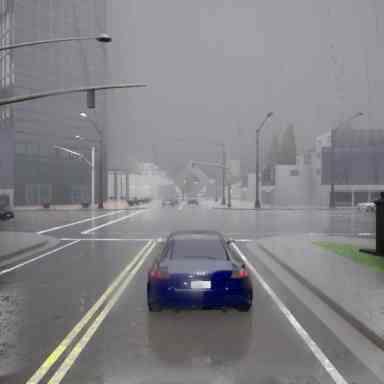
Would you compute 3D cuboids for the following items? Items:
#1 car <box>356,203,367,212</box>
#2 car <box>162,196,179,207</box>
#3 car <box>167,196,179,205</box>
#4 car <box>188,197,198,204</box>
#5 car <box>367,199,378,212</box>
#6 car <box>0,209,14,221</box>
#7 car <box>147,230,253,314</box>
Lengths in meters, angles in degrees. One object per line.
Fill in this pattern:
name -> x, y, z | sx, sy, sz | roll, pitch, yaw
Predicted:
car -> 20.770, 1.477, 37.123 | 4.674, 1.442, 1.812 | 0, 0, -2
car -> -3.553, 1.491, 51.205 | 2.128, 1.511, 4.902 | 0, 0, 0
car -> -3.500, 1.505, 61.605 | 1.837, 1.490, 4.892 | 0, 0, 1
car -> 0.141, 1.547, 62.276 | 2.033, 1.411, 5.357 | 0, 0, 0
car -> 20.529, 1.515, 33.608 | 4.181, 1.385, 1.994 | 0, 0, 0
car -> -16.378, 1.672, 26.147 | 4.181, 1.385, 1.994 | -1, 0, 0
car -> 0.093, 1.564, 7.727 | 1.994, 1.385, 4.181 | 0, 0, -2
